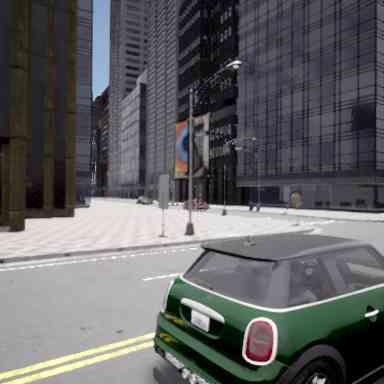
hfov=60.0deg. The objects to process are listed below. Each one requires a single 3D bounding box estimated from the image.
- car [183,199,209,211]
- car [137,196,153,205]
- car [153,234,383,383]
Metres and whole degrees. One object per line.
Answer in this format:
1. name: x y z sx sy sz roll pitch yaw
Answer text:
1. car: 0.526 1.710 44.046 1.882 1.535 5.008 1 0 -26
2. car: -8.978 1.605 63.822 2.097 1.767 4.553 1 0 -26
3. car: 1.813 1.392 4.734 4.553 1.767 2.097 1 0 -35
